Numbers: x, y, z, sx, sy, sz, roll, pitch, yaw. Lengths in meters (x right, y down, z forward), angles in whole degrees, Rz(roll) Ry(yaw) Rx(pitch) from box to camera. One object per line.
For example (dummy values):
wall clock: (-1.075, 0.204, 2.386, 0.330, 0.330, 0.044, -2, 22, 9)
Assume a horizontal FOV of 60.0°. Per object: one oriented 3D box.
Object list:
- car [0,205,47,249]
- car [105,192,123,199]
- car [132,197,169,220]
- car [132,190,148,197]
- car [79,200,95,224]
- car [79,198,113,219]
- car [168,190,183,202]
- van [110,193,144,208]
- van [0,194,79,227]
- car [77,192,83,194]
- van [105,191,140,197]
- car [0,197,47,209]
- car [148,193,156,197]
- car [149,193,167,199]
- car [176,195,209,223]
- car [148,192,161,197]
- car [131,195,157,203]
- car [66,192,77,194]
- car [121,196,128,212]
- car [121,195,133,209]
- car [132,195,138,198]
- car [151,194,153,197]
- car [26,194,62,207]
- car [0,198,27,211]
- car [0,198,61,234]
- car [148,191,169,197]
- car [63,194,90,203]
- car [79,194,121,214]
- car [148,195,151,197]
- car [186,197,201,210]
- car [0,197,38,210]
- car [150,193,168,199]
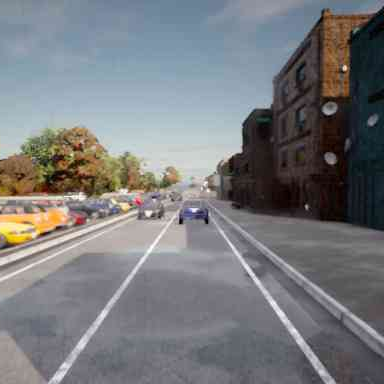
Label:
car: (-9.275, 1.495, 13.930, 5.366, 1.575, 1.946, 0, 0, 0)
car: (-21.691, 0.906, 92.950, 4.553, 1.767, 2.185, 0, 0, 1)
car: (-3.304, 1.439, 27.739, 2.128, 1.511, 4.902, 0, 0, 0)
car: (-9.241, 1.161, 44.546, 5.566, 2.045, 2.435, 0, 0, 0)
car: (-9.379, 1.510, 22.281, 4.792, 1.488, 2.163, 0, 0, 0)
car: (-9.376, 1.506, 27.848, 4.674, 1.452, 2.002, 0, 0, 0)
car: (-3.096, 1.012, 68.230, 2.150, 2.045, 5.566, 0, 0, 0)
van: (-9.136, 1.177, 47.205, 4.442, 1.987, 1.878, 0, 0, 0)
van: (-9.309, 1.261, 19.434, 4.442, 1.987, 1.878, 0, 0, 0)
car: (-22.294, 1.235, 58.420, 4.553, 1.767, 2.185, 0, 0, 0)
van: (-9.170, 1.196, 41.763, 4.442, 1.987, 1.878, 0, 0, 0)
car: (-22.535, 1.407, 44.498, 5.366, 1.575, 1.946, 0, 0, 0)
car: (-9.211, 1.392, 58.463, 4.792, 1.488, 2.163, 0, 0, 0)
car: (-9.170, 1.090, 90.049, 4.674, 1.452, 2.002, 0, 0, 1)
car: (0.138, 1.308, 25.054, 2.097, 1.767, 4.553, 0, 0, 0)
car: (-8.979, 1.350, 61.245, 5.366, 1.575, 1.946, 0, 0, 0)
car: (-9.164, 1.384, 63.888, 4.674, 1.452, 2.002, -1, 0, 1)
car: (-22.311, 1.245, 55.636, 4.553, 1.767, 2.185, 0, 0, 0)
car: (-9.345, 1.450, 33.415, 4.892, 1.521, 2.231, 0, 0, 0)
car: (-9.507, 1.437, 36.199, 5.366, 1.575, 1.946, 0, 0, 0)
car: (-9.298, 1.432, 38.981, 4.892, 1.521, 2.231, 0, 0, 0)
car: (-9.188, 1.412, 52.897, 4.792, 1.488, 2.163, 0, 0, 0)
car: (-22.283, 1.264, 50.190, 4.553, 1.767, 2.185, 0, 0, 0)
car: (-22.354, 1.458, 39.051, 4.792, 1.488, 2.163, 0, 0, 0)
car: (-9.412, 1.367, 16.714, 4.553, 1.767, 2.185, 0, 0, 0)
car: (-9.222, 1.095, 87.222, 4.792, 1.488, 2.163, 0, 0, 1)
car: (-22.196, 1.215, 64.116, 4.553, 1.767, 2.185, 0, 0, 0)
car: (-9.325, 1.333, 30.630, 4.553, 1.767, 2.185, 0, 0, 0)
car: (-9.228, 1.393, 50.113, 4.892, 1.521, 2.231, 0, 0, 0)
car: (0.186, 1.398, 43.025, 1.837, 1.490, 4.892, 0, 0, 0)
car: (-22.372, 1.419, 41.837, 5.008, 1.535, 2.097, 0, 0, 0)
car: (-9.145, 1.075, 92.874, 4.674, 1.452, 2.002, 0, 0, 1)
